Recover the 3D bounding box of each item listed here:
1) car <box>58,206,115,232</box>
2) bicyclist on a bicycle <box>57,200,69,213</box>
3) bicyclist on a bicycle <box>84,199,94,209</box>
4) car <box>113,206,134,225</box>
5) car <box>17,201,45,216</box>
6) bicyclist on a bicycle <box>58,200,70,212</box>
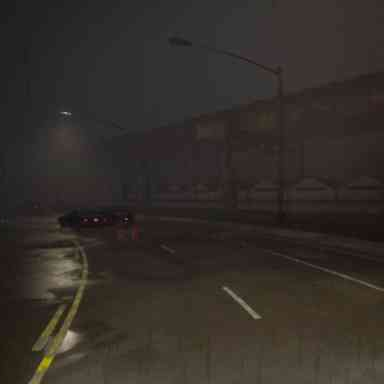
[{"bbox_3d":[-7.558,1.856,22.849,2.033,1.411,5.357,0,-1,-37],"label":"car"},{"bbox_3d":[-18.174,2.030,46.748,1.656,1.620,0.582,-10,7,-35],"label":"bicyclist on a bicycle"},{"bbox_3d":[-16.493,2.009,53.271,1.656,1.620,0.582,0,-1,1],"label":"bicyclist on a bicycle"},{"bbox_3d":[-6.418,1.831,26.635,2.128,1.511,4.902,0,-1,-39],"label":"car"},{"bbox_3d":[-20.195,1.969,41.677,2.097,1.767,4.553,0,-1,-43],"label":"car"},{"bbox_3d":[-18.329,1.965,47.701,0.582,1.620,1.656,-1,0,20],"label":"bicyclist on a bicycle"}]
